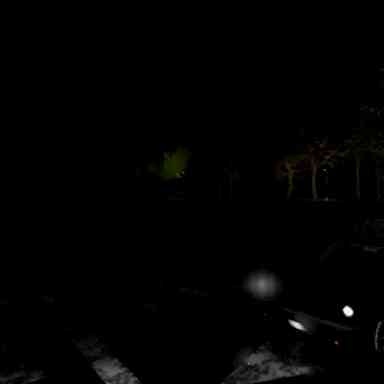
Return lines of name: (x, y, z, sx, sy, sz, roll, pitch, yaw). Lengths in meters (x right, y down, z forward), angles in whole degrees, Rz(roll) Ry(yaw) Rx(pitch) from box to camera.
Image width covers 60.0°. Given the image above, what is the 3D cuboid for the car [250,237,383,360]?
car: (3.298, 1.582, 6.029, 4.718, 1.301, 1.895, 0, 0, -35)
